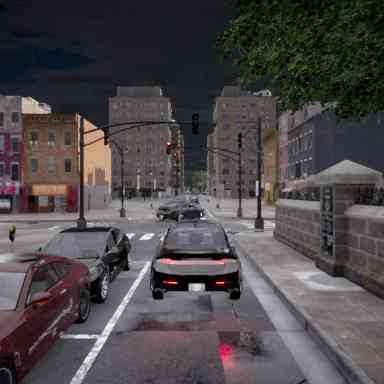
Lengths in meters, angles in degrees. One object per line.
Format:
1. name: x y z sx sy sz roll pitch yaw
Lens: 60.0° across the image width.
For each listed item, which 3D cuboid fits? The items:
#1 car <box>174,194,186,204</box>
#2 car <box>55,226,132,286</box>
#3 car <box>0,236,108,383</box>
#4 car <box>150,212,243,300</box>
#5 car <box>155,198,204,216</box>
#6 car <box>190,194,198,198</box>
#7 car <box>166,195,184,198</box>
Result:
1. car: -2.212 1.340 63.825 2.097 1.767 4.553 0 0 0
2. car: -2.629 1.566 8.200 1.947 1.339 4.313 0 0 0
3. car: -2.632 1.582 4.538 1.802 1.307 4.206 0 0 0
4. car: 0.093 1.492 8.379 2.128 1.511 4.902 0 0 0
5. car: -0.853 1.503 26.028 1.837 1.490 4.892 3 2 33
6. car: 0.341 1.514 60.411 1.812 1.442 4.674 0 0 0
7. car: -2.287 1.346 34.776 2.097 1.767 4.553 0 0 1
